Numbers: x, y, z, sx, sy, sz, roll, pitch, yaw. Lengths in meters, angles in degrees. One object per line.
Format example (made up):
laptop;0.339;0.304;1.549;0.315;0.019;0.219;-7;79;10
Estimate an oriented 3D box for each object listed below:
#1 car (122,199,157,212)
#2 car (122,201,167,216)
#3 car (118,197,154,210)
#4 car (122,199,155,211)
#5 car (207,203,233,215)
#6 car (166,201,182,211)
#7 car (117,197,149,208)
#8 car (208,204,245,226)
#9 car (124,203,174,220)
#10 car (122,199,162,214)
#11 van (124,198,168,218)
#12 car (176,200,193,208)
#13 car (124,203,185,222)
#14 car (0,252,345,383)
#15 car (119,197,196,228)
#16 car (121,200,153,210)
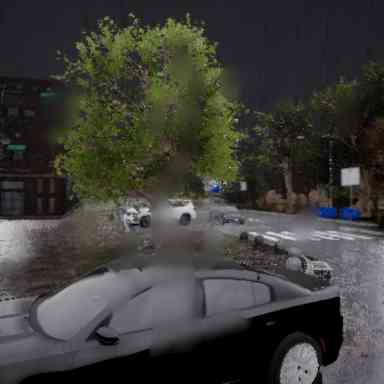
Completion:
car;-7.697;1.947;48.781;4.553;1.767;2.185;0;0;-33
car;-5.692;1.967;39.985;5.008;1.535;2.097;0;0;-33
car;-9.724;1.933;57.566;5.566;2.045;2.435;0;-1;-33
car;-8.370;1.983;51.705;4.553;1.767;2.185;0;0;-33
car;3.509;2.147;42.395;1.895;1.301;4.718;0;-1;-13
car;-2.808;2.163;51.205;1.812;1.442;4.674;0;-1;-13
car;-11.754;2.053;66.351;5.566;2.045;2.435;0;-1;-33
car;2.749;1.853;27.014;1.837;1.490;4.892;0;-1;-13
car;-4.347;1.938;34.135;4.674;1.452;2.002;0;-1;-33
car;-6.409;1.876;42.903;4.553;1.767;2.185;0;-1;-33
van;-5.119;1.707;36.995;4.442;1.987;1.878;0;0;-33
car;-1.469;2.300;63.432;2.128;1.511;4.902;0;-1;-13
car;-3.503;1.860;31.312;5.366;1.575;1.946;0;-1;-33
car;-0.498;1.525;3.909;5.008;1.535;1.882;1;0;-25
car;-2.306;1.543;25.338;5.566;2.045;2.435;0;0;-33
car;-9.051;2.176;54.639;4.792;1.488;2.163;0;-1;-33
